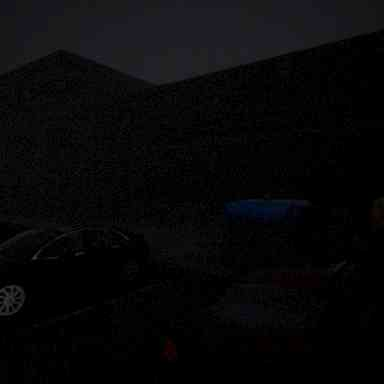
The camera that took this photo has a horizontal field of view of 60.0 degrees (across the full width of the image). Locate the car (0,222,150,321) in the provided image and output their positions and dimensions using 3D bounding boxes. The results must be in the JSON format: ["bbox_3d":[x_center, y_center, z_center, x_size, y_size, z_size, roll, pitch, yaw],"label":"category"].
[{"bbox_3d":[-3.039,1.489,7.534,2.231,1.521,4.892,0,0,35],"label":"car"}]

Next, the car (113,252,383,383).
[{"bbox_3d":[1.478,1.521,4.299,2.002,1.452,4.674,0,0,36],"label":"car"}]
